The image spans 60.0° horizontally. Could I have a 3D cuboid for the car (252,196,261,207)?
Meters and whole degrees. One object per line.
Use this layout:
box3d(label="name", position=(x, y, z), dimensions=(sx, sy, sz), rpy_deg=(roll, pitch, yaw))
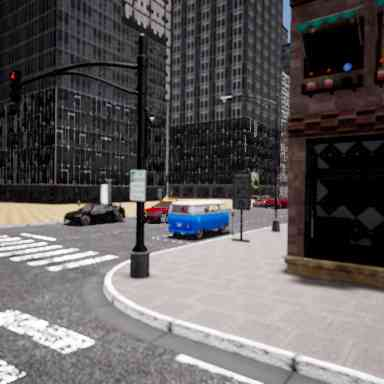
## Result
box3d(label="car", position=(9.680, 1.241, 44.682), dimensions=(1.967, 1.590, 4.097), rpy_deg=(1, 1, 35))

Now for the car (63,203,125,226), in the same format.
box3d(label="car", position=(-6.363, 1.414, 22.147), dimensions=(1.947, 1.339, 4.313), rpy_deg=(1, 1, 35))

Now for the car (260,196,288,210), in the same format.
box3d(label="car", position=(10.762, 1.328, 41.686), dimensions=(1.882, 1.535, 5.008), rpy_deg=(1, 1, 36))

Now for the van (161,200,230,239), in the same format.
box3d(label="van", position=(0.467, 1.340, 17.284), dimensions=(1.690, 1.788, 3.998), rpy_deg=(1, 1, 35))

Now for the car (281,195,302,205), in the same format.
box3d(label="car", position=(15.997, 1.311, 53.559), dimensions=(1.752, 1.417, 4.829), rpy_deg=(1, 1, 35))

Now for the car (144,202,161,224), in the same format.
box3d(label="car", position=(-1.709, 1.364, 24.215), dimensions=(1.882, 1.535, 5.008), rpy_deg=(1, 1, 35))
